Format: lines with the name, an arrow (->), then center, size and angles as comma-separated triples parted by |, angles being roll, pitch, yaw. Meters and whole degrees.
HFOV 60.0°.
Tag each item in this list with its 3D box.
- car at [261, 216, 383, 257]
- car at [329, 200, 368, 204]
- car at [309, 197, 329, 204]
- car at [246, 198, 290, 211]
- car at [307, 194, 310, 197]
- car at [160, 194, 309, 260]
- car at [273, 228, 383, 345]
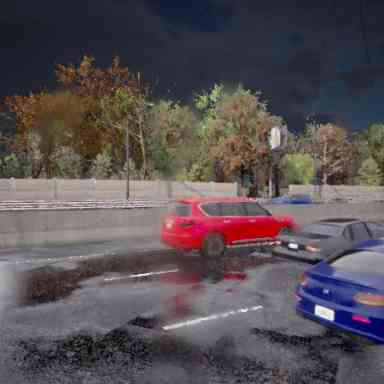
car -> 4.979, 1.547, 10.519 | 5.357, 1.411, 2.033 | 0, 0, -30
car -> 16.353, 1.528, 33.529 | 4.674, 1.442, 1.812 | 0, 0, -30
car -> 15.730, 1.550, 37.216 | 5.357, 1.411, 2.033 | 0, 0, -30
car -> 9.579, 1.550, 41.740 | 5.357, 1.411, 2.033 | 0, 0, -30
car -> 11.628, 1.224, 38.880 | 5.566, 2.045, 2.150 | 0, 0, -30
car -> 1.529, 1.222, 12.568 | 5.566, 2.045, 2.150 | 0, 0, -30
car -> 3.844, 1.525, 5.819 | 4.674, 1.442, 1.812 | 0, 0, -30
